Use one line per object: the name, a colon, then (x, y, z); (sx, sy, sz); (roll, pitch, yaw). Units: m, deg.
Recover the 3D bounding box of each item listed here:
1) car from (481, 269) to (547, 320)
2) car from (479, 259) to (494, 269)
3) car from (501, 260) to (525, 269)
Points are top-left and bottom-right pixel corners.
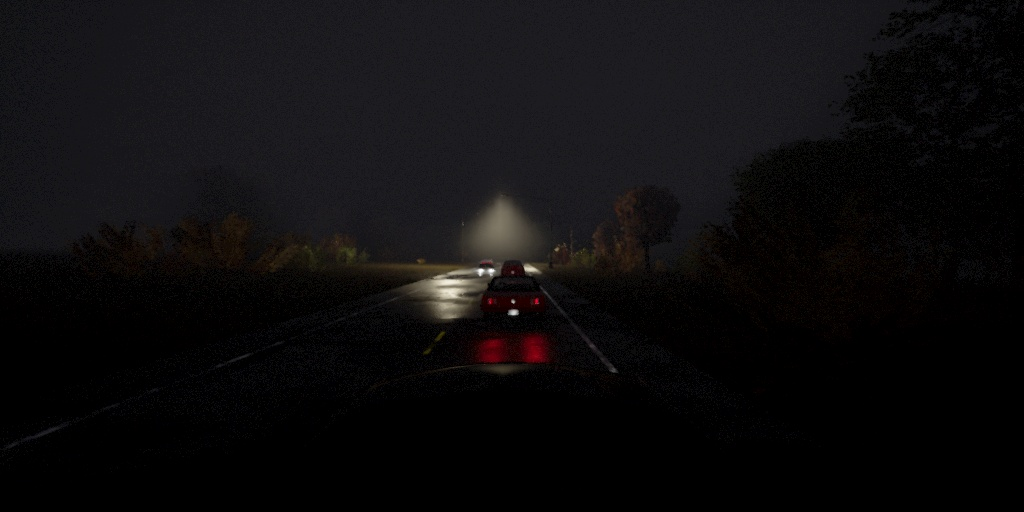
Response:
car: (0.062, 1.293, 12.311); (1.895, 1.301, 4.718); (0, 0, 0)
car: (-3.574, 1.096, 50.627); (1.895, 1.301, 4.718); (0, 0, 0)
car: (0.080, 1.073, 30.286); (1.882, 1.535, 5.008); (0, 0, 0)
